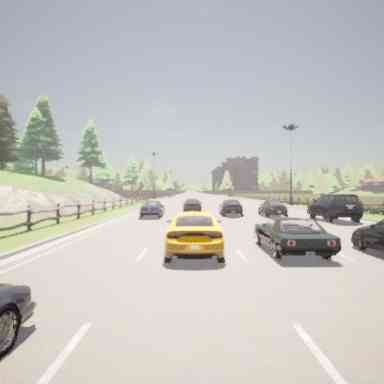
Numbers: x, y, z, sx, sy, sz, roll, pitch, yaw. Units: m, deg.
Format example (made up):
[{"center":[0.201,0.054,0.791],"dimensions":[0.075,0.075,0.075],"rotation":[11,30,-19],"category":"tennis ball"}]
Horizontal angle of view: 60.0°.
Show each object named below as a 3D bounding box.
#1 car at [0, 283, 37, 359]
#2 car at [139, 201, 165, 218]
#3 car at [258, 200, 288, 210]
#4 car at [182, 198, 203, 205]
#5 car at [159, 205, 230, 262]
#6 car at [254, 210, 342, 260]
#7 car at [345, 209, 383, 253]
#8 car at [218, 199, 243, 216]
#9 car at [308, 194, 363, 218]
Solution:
[{"center":[-3.405,1.542,2.858],"dimensions":[2.033,1.411,5.357],"rotation":[0,0,0],"category":"car"},{"center":[-3.447,1.471,29.377],"dimensions":[2.033,1.411,5.357],"rotation":[0,0,0],"category":"car"},{"center":[7.054,1.441,29.148],"dimensions":[1.812,1.442,4.674],"rotation":[0,0,0],"category":"car"},{"center":[0.041,1.415,33.206],"dimensions":[1.837,1.490,4.892],"rotation":[0,0,0],"category":"car"},{"center":[0.078,1.445,12.020],"dimensions":[1.882,1.535,5.008],"rotation":[0,0,0],"category":"car"},{"center":[3.581,1.564,12.252],"dimensions":[1.895,1.301,4.718],"rotation":[0,0,0],"category":"car"},{"center":[7.083,1.490,10.883],"dimensions":[1.812,1.442,4.674],"rotation":[0,0,0],"category":"car"},{"center":[3.551,1.419,30.654],"dimensions":[1.837,1.490,4.892],"rotation":[0,0,0],"category":"car"},{"center":[10.561,1.145,24.851],"dimensions":[2.150,2.045,5.566],"rotation":[0,0,0],"category":"car"}]
